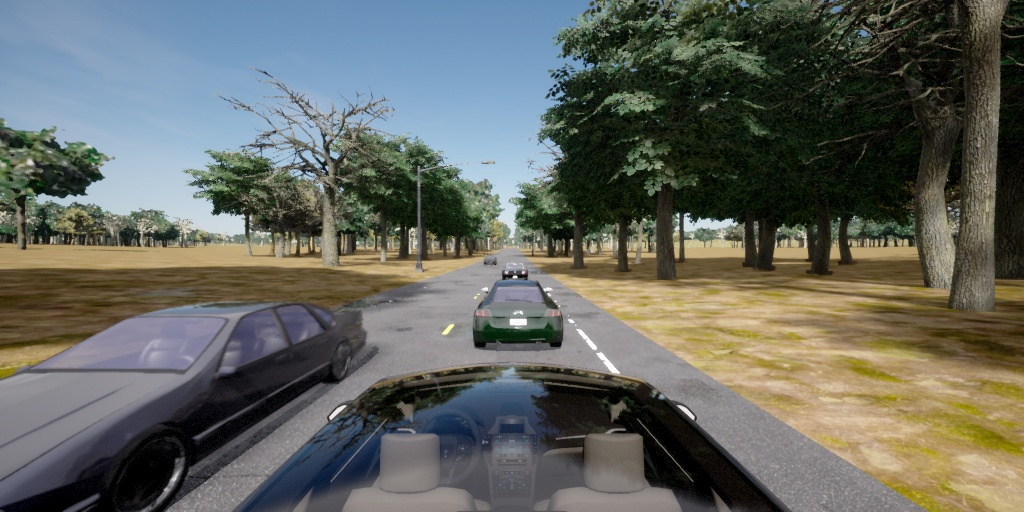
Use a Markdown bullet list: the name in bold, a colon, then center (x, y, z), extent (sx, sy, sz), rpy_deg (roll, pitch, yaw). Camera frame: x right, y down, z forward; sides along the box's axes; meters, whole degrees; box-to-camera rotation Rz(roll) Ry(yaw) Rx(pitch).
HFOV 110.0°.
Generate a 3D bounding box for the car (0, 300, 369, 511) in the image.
- **car**: center (-3.588, 1.295, 4.359), extent (2.033, 1.411, 5.357), rpy_deg (0, 0, 0)

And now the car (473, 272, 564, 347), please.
- **car**: center (0.135, 1.293, 9.248), extent (1.994, 1.385, 4.181), rpy_deg (0, 0, 0)

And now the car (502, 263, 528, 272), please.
- **car**: center (0.225, 1.159, 27.173), extent (1.895, 1.301, 4.718), rpy_deg (0, 1, 0)

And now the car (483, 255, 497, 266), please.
- **car**: center (-3.282, 0.648, 54.696), extent (1.882, 1.535, 5.008), rpy_deg (0, 1, 1)
